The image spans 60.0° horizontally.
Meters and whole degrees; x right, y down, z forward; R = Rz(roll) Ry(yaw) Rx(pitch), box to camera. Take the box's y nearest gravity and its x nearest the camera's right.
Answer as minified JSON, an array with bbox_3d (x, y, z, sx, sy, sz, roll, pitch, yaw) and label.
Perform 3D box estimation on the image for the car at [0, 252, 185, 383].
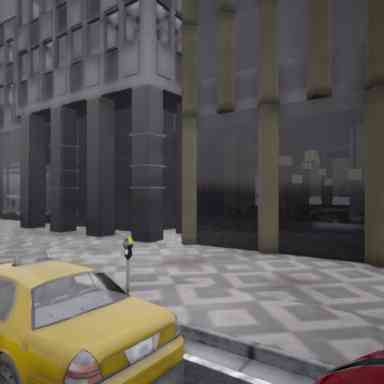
[{"bbox_3d":[-2.367,1.523,4.649,4.829,1.417,1.752,0,0,36],"label":"car"}]

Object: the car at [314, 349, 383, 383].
[{"bbox_3d":[2.364,1.438,1.274,4.097,1.590,1.967,0,0,36],"label":"car"}]
